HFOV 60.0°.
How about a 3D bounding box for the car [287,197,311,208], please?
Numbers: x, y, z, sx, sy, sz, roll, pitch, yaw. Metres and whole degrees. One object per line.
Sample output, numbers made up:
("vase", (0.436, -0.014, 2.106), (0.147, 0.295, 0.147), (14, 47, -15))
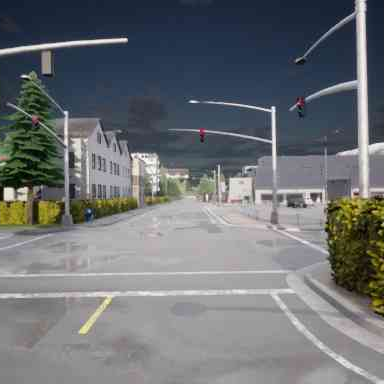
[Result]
("car", (15.425, 1.629, 49.149), (2.007, 1.523, 4.514), (-1, -1, 0))

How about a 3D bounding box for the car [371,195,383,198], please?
("car", (19.117, 1.183, 31.282), (1.905, 1.878, 3.866), (-1, -1, 0))

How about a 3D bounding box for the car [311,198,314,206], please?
("car", (19.070, 1.573, 56.208), (1.970, 1.475, 3.806), (-1, -1, 0))

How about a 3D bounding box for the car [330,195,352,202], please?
("car", (25.484, 1.398, 56.548), (2.152, 1.636, 5.027), (-1, -1, 0))
